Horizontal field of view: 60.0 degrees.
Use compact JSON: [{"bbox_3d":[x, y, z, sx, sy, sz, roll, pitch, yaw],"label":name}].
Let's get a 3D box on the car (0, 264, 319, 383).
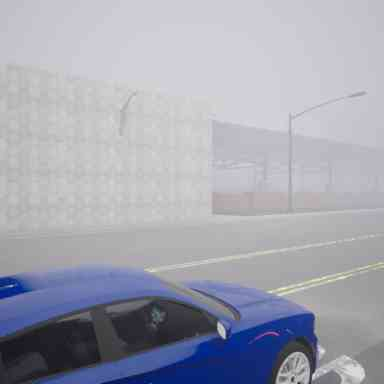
[{"bbox_3d":[-0.820,1.478,3.163,5.008,1.535,1.882,0,0,-36],"label":"car"}]
